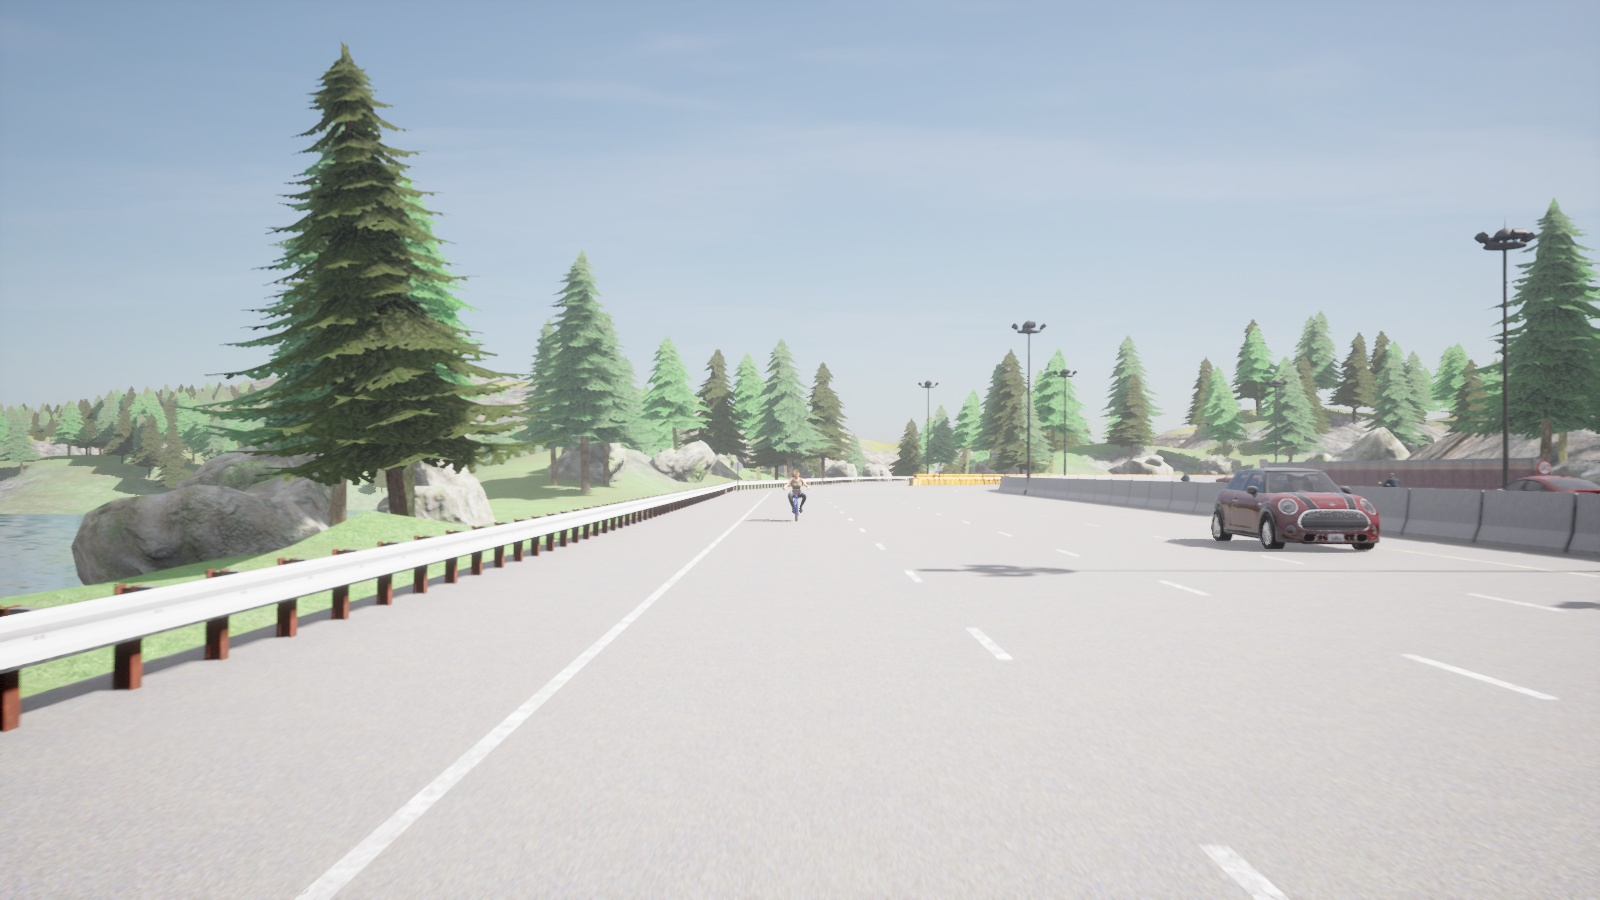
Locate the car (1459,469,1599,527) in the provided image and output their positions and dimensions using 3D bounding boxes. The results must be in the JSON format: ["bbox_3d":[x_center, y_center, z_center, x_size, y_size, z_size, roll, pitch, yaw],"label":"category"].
[{"bbox_3d":[20.916,1.304,35.556,1.882,1.535,5.008,0,-1,0],"label":"car"}]

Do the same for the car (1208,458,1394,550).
[{"bbox_3d":[10.437,1.076,26.609,2.097,1.767,4.553,0,-1,0],"label":"car"}]
